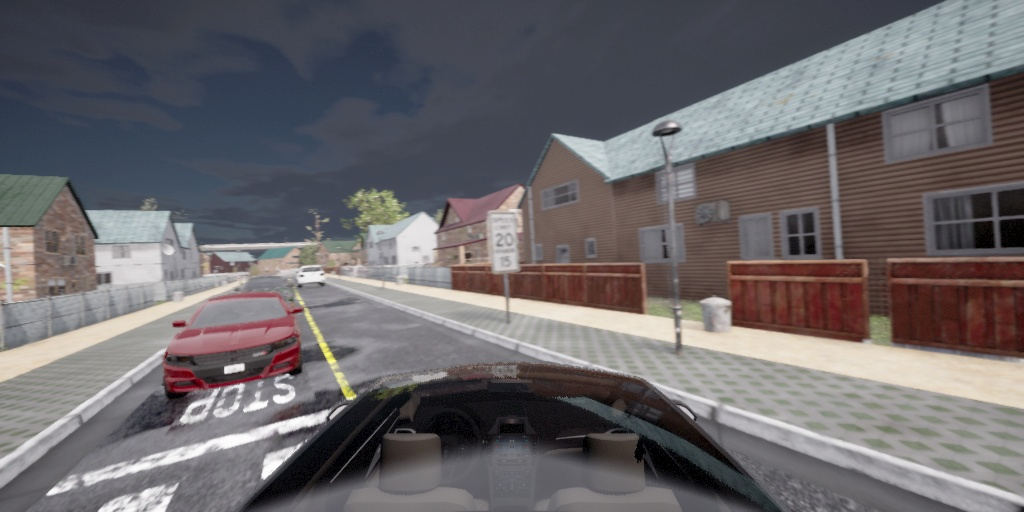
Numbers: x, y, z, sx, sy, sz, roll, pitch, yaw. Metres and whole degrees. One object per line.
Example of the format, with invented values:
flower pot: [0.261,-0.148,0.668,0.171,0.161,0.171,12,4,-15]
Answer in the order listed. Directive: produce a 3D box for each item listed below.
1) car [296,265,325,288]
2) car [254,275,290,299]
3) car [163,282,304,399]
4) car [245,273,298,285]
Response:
car: [-19.605,1.979,34.889,2.150,2.045,5.566,-4,0,-32]
car: [-17.805,2.256,26.750,1.994,1.385,4.181,-4,1,-32]
car: [-5.644,1.538,7.641,1.882,1.535,5.008,-4,0,-33]
car: [-11.079,1.697,16.157,2.097,1.767,4.553,-4,0,-33]
